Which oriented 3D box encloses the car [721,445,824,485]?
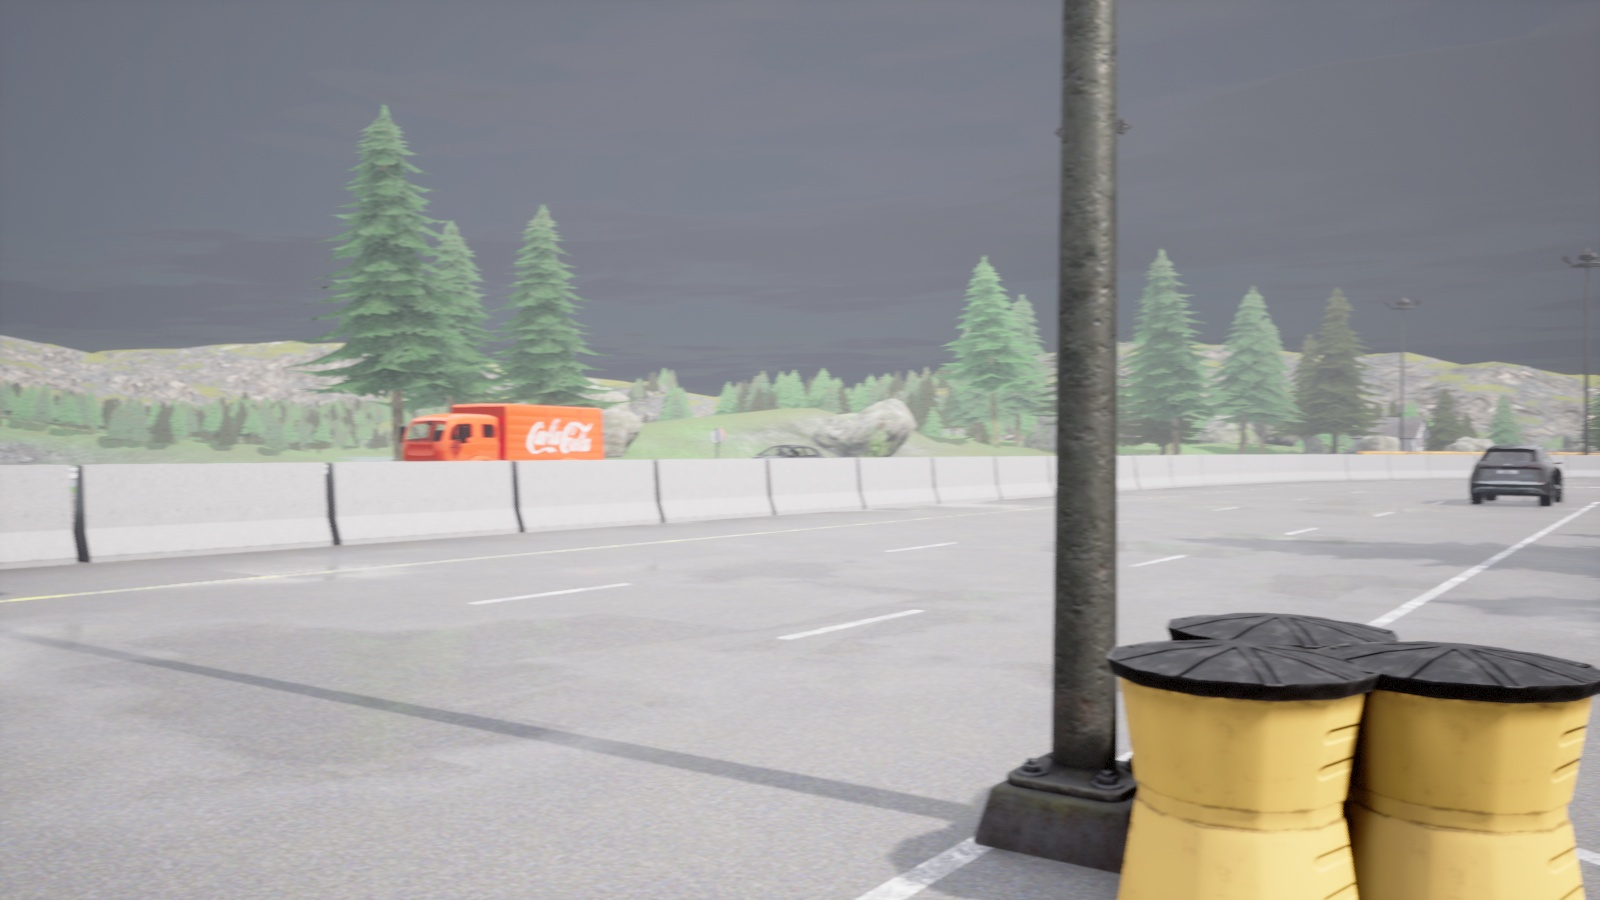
[{"bbox_3d":[-0.996,0.538,48.100,1.816,1.474,4.193,0,0,35],"label":"car"}]

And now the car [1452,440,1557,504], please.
[{"bbox_3d":[19.466,0.556,34.612,2.033,1.649,4.856,0,0,35],"label":"car"}]

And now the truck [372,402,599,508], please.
[{"bbox_3d":[-7.921,0.095,32.129,2.627,2.467,5.204,0,0,35],"label":"truck"}]
